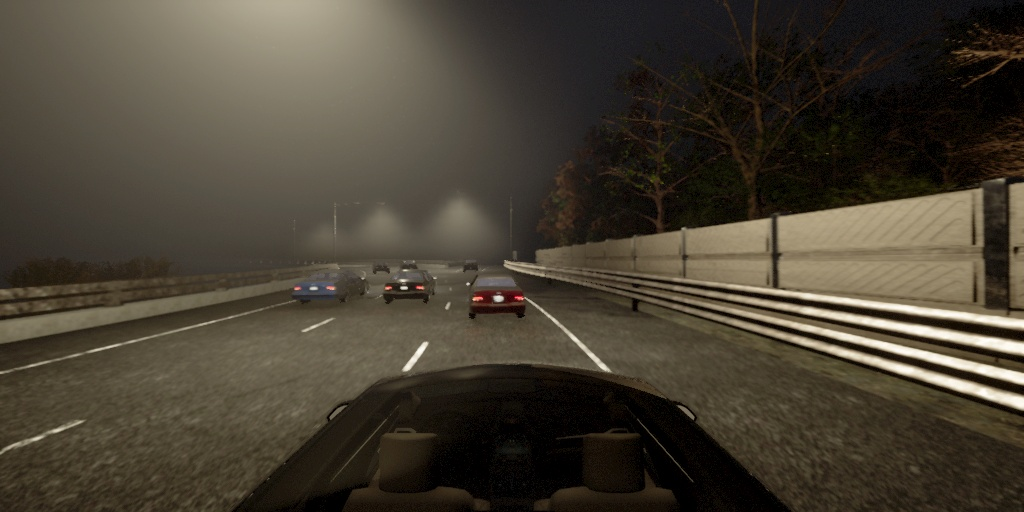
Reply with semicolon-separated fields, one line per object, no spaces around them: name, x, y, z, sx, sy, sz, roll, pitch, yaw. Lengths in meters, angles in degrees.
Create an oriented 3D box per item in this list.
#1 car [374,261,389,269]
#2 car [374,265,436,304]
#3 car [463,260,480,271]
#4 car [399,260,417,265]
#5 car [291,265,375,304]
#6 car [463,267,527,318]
car;-16.059;1.357;43.890;2.033;1.411;5.357;0;0;-24
car;-4.629;1.315;16.685;2.033;1.411;5.357;0;0;-8
car;-5.267;1.260;46.378;2.128;1.511;4.902;0;0;-5
car;-13.539;1.292;46.661;2.128;1.511;4.902;0;0;-24
car;-8.160;1.328;16.599;2.033;1.411;5.357;0;0;-8
car;-0.665;1.300;13.051;2.033;1.411;5.357;0;0;-6
